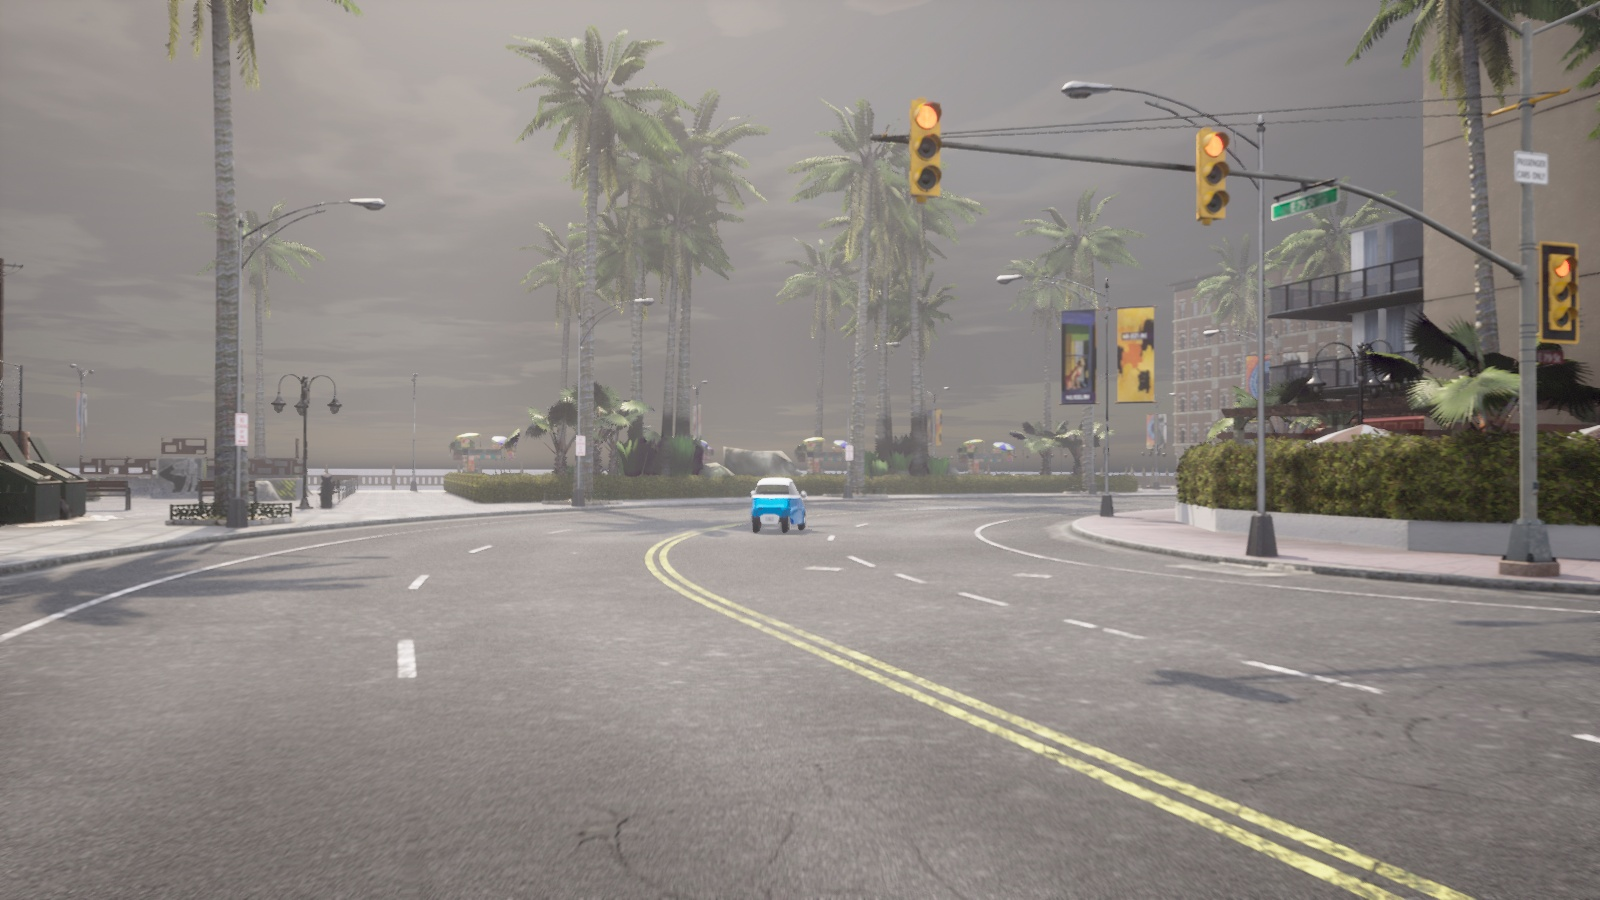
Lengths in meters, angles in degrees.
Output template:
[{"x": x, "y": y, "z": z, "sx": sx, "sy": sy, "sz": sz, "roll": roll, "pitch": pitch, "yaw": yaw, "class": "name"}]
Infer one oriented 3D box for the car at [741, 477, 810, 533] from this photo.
[{"x": -0.610, "y": 1.406, "z": 32.576, "sx": 1.481, "sy": 1.376, "sz": 2.207, "roll": 0, "pitch": -1, "yaw": 7, "class": "car"}]
